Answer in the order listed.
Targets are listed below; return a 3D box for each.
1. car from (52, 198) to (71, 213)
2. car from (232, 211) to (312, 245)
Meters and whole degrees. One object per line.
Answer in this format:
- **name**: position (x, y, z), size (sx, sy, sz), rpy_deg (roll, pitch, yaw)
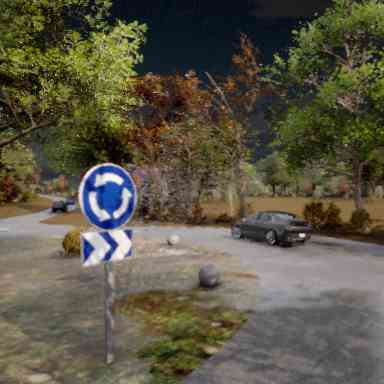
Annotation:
- **car**: position (-23.729, 2.659, 59.878), size (2.150, 2.045, 5.566), rpy_deg (-2, 0, -14)
- **car**: position (3.852, 1.729, 16.883), size (1.837, 1.490, 4.892), rpy_deg (1, -2, -25)
